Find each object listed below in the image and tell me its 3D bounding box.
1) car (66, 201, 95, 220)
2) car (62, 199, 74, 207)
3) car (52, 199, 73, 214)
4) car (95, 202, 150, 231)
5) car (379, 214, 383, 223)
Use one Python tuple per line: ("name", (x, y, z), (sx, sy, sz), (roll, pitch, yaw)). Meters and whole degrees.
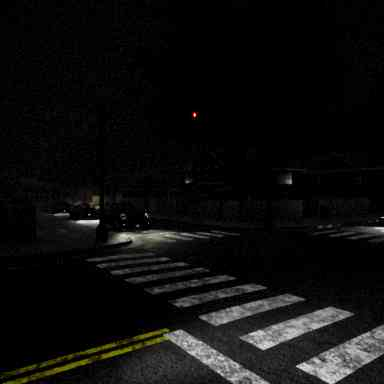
("car", (-9.969, 1.800, 30.677), (1.994, 1.385, 4.181), (0, 0, -31))
("car", (-23.724, 2.006, 63.582), (1.812, 1.442, 4.674), (0, 0, -23))
("car", (-16.108, 1.867, 41.139), (2.033, 1.411, 5.357), (0, 0, -28))
("car", (-4.589, 1.519, 22.355), (2.097, 1.767, 4.553), (0, 0, -34))
("car", (14.533, 1.512, 22.021), (5.357, 1.411, 2.033), (0, 0, -35))
